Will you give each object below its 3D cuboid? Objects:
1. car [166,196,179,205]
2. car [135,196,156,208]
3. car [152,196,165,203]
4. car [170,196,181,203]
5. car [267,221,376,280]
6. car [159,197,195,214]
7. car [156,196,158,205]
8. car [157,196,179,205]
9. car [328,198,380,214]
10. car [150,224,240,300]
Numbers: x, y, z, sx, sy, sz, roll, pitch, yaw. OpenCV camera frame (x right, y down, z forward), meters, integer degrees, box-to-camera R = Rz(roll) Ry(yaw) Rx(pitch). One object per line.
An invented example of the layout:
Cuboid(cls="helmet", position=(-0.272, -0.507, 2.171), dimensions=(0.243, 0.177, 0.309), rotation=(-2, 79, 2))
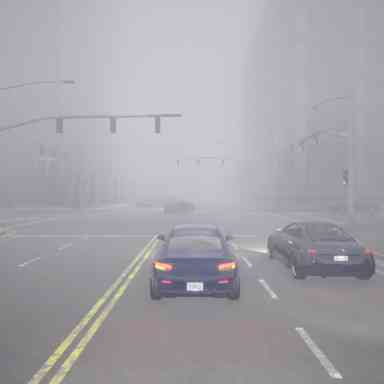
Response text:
Cuboid(cls="car", position=(-3.448, 1.478, 59.250), dimensions=(1.882, 1.535, 5.008), rotation=(0, 0, 0))
Cuboid(cls="car", position=(-6.994, 1.547, 48.452), dimensions=(2.033, 1.411, 5.357), rotation=(0, 0, 0))
Cuboid(cls="car", position=(-6.857, 1.547, 68.633), dimensions=(2.033, 1.411, 5.357), rotation=(0, 0, 0))
Cuboid(cls="car", position=(-3.351, 1.564, 69.253), dimensions=(1.994, 1.385, 4.181), rotation=(0, 0, 0))
Cuboid(cls="car", position=(3.593, 1.564, 9.992), dimensions=(1.994, 1.385, 4.181), rotation=(0, 0, 0))
Cuboid(cls="car", position=(-1.305, 1.535, 35.280), dimensions=(1.994, 1.385, 4.181), rotation=(0, 0, 27))
Cuboid(cls="car", position=(-6.957, 1.505, 58.186), dimensions=(1.837, 1.490, 4.892), rotation=(0, 0, 0))
Cuboid(cls="car", position=(-3.489, 1.492, 49.659), dimensions=(2.128, 1.511, 4.902), rotation=(0, 0, 0))
Cuboid(cls="car", position=(16.780, 1.422, 34.500), dimensions=(5.008, 1.535, 1.882), rotation=(0, 0, 0))
Cuboid(cls="car", position=(0.077, 1.526, 8.256), dimensions=(1.812, 1.442, 4.674), rotation=(0, 0, 1))
